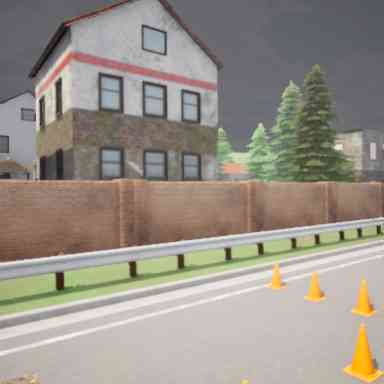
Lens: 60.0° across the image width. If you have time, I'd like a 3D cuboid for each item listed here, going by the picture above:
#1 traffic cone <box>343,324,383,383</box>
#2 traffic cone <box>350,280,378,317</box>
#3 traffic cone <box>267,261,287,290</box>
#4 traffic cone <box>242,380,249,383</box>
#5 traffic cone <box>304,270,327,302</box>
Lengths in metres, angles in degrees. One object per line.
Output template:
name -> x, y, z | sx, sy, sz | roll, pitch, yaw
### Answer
traffic cone -> 2.090, 1.917, 4.066 | 0.340, 0.580, 0.340 | -1, 0, -36
traffic cone -> 3.126, 1.897, 6.047 | 0.340, 0.580, 0.340 | -1, 0, -36
traffic cone -> 1.956, 1.900, 7.669 | 0.340, 0.580, 0.340 | -1, 0, -36
traffic cone -> 0.468, 1.938, 2.895 | 0.340, 0.580, 0.340 | -1, 0, -36
traffic cone -> 2.541, 1.898, 6.858 | 0.340, 0.580, 0.340 | -1, 0, -36
